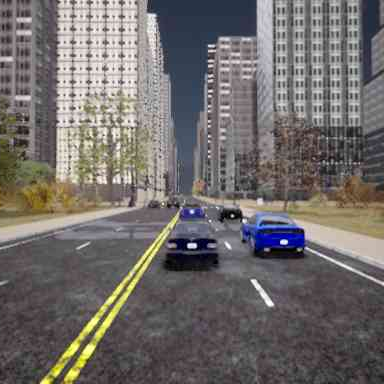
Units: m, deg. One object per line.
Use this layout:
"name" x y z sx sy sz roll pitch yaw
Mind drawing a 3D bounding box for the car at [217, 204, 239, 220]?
"car" 3.274 1.793 29.225 1.882 1.535 5.008 0 0 0

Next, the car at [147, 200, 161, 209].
"car" -6.520 2.103 57.545 1.837 1.490 4.892 0 -1 0

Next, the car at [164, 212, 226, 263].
"car" 0.007 1.687 12.509 2.033 1.411 5.357 0 -1 0

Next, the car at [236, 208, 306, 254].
"car" 3.274 1.635 14.226 1.882 1.535 5.008 0 0 0

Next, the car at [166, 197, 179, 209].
"car" -3.259 1.831 58.503 2.150 2.045 5.566 0 -1 0

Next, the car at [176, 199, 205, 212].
"car" 0.017 1.658 28.405 2.097 1.767 4.553 0 -1 0
